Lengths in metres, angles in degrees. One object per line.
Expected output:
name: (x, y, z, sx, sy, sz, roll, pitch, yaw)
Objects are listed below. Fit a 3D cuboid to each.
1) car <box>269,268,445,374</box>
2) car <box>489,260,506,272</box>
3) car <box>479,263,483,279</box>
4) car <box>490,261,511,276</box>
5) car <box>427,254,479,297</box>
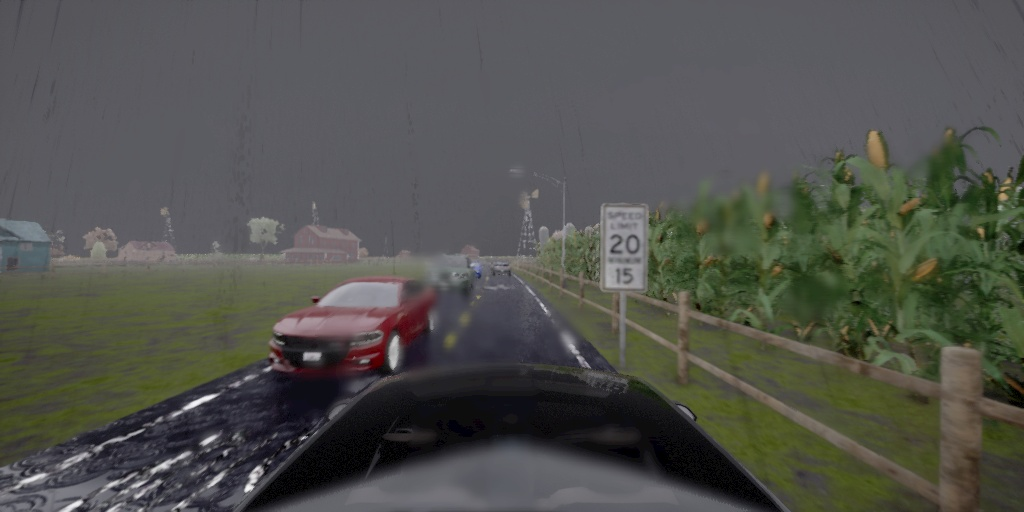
car: (-2.901, 1.182, 7.668, 1.882, 1.535, 5.008, 1, 0, -1)
car: (-2.037, 1.317, 48.844, 2.033, 1.411, 5.357, 1, 0, -5)
car: (-3.693, 1.191, 32.534, 1.882, 1.535, 5.008, 1, 0, -3)
car: (-1.095, 1.256, 37.170, 2.128, 1.511, 4.902, 1, 0, -4)
car: (-3.115, 0.926, 18.862, 2.150, 2.045, 5.566, 1, 0, -2)
